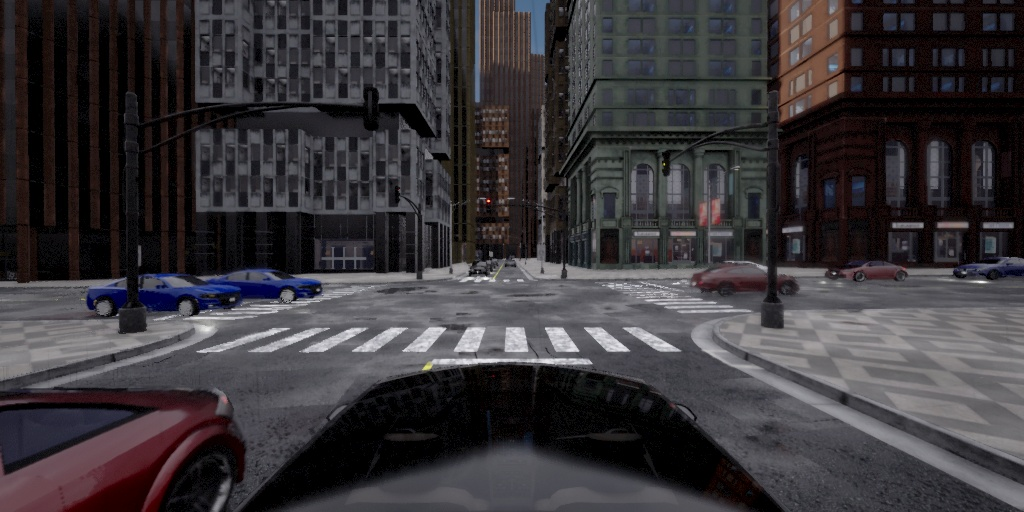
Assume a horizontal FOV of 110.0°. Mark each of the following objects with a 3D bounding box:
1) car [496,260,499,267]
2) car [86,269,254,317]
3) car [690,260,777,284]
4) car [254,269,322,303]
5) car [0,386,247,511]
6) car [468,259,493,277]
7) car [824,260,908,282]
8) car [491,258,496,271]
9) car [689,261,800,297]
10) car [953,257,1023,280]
[{"bbox_3d":[-3.403,1.301,55.747,1.895,1.301,4.718,0,0,0],"label":"car"},{"bbox_3d":[-13.064,1.407,13.655,5.008,1.535,1.882,-1,0,2],"label":"car"},{"bbox_3d":[14.596,1.037,23.793,4.674,1.442,1.812,-1,0,-1],"label":"car"},{"bbox_3d":[-11.710,1.372,17.019,5.008,1.535,1.882,-1,0,0],"label":"car"},{"bbox_3d":[-3.066,1.314,1.059,1.994,1.385,4.181,0,0,0],"label":"car"},{"bbox_3d":[-3.233,1.237,35.993,1.837,1.490,4.892,0,0,-1],"label":"car"},{"bbox_3d":[23.418,0.962,23.818,4.181,1.385,1.994,-1,0,0],"label":"car"},{"bbox_3d":[-3.318,1.223,45.458,1.837,1.490,4.892,0,0,0],"label":"car"},{"bbox_3d":[10.966,1.117,17.087,4.674,1.442,1.812,-1,0,0],"label":"car"},{"bbox_3d":[32.378,0.811,23.840,4.674,1.442,1.812,-1,0,-1],"label":"car"}]
